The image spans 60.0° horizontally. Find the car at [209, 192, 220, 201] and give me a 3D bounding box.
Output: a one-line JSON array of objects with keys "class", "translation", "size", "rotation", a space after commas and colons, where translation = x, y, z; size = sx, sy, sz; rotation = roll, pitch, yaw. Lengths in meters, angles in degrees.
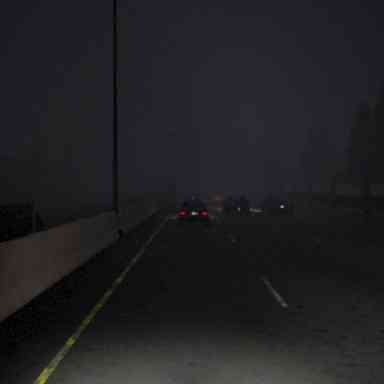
[{"class": "car", "translation": [3.580, 0.704, 47.631], "size": [1.882, 1.535, 5.008], "rotation": [0, 1, 0]}]

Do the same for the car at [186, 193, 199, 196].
[{"class": "car", "translation": [0.080, 0.805, 46.745], "size": [1.994, 1.385, 4.181], "rotation": [0, 1, 0]}]

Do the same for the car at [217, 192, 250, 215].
[{"class": "car", "translation": [3.589, 1.042, 27.689], "size": [2.128, 1.511, 4.902], "rotation": [0, 1, 0]}]

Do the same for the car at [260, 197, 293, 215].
[{"class": "car", "translation": [7.089, 1.106, 28.163], "size": [1.994, 1.385, 4.181], "rotation": [0, 1, 0]}]

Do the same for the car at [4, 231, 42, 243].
[{"class": "car", "translation": [-7.104, 1.160, 11.738], "size": [2.097, 1.767, 4.553], "rotation": [0, 1, 0]}]

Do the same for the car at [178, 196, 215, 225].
[{"class": "car", "translation": [0.091, 1.208, 20.840], "size": [2.033, 1.411, 5.357], "rotation": [0, 1, 0]}]
